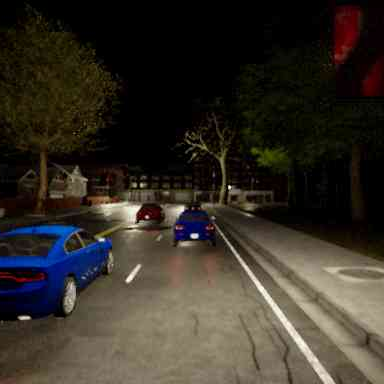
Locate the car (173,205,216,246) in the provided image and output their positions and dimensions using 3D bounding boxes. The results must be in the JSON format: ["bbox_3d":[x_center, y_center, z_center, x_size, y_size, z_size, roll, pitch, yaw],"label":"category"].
[{"bbox_3d":[0.098,1.565,15.359,1.812,1.442,4.674,0,0,0],"label":"car"}]

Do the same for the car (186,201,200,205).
[{"bbox_3d":[0.091,1.663,34.510,2.033,1.411,5.357,0,0,0],"label":"car"}]

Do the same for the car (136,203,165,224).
[{"bbox_3d":[-3.155,1.600,25.607,1.812,1.442,4.674,0,0,0],"label":"car"}]

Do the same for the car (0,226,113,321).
[{"bbox_3d":[-3.151,1.494,7.481,1.882,1.535,5.008,0,0,0],"label":"car"}]
